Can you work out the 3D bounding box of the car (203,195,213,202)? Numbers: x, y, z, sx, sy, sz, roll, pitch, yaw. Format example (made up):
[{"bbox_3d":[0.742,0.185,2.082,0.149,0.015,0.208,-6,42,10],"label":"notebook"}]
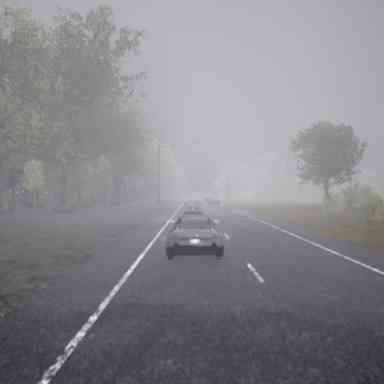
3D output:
[{"bbox_3d":[3.494,1.431,73.085,1.812,1.442,4.674,0,0,0],"label":"car"}]

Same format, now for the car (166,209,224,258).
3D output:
[{"bbox_3d":[0.097,1.546,12.653,1.994,1.385,4.181,0,0,0],"label":"car"}]

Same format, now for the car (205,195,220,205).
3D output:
[{"bbox_3d":[3.593,1.492,55.565,1.994,1.385,4.181,0,0,0],"label":"car"}]

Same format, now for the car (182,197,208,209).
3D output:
[{"bbox_3d":[0.096,1.506,30.963,2.033,1.411,5.357,0,0,0],"label":"car"}]
